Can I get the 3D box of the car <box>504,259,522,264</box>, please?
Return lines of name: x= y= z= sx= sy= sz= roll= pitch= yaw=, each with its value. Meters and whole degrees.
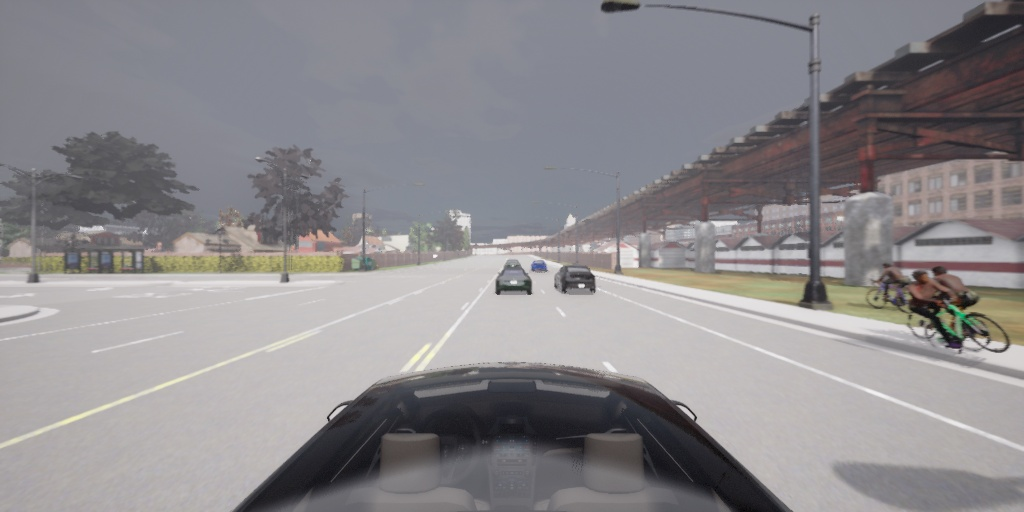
car: x=0.089 y=1.158 z=43.152 sx=2.097 sy=1.767 sz=4.553 roll=0 pitch=0 yaw=0

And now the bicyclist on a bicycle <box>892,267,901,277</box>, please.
bicyclist on a bicycle: x=8.955 y=1.039 z=7.407 sx=0.582 sy=1.620 sz=1.656 roll=1 pitch=1 yaw=10

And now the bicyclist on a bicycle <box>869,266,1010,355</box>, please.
bicyclist on a bicycle: x=8.033 y=1.057 z=6.680 sx=0.582 sy=1.620 sz=1.656 roll=-21 pitch=-26 yaw=11

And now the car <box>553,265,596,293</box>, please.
car: x=3.591 y=1.277 z=20.964 sx=1.837 sy=1.490 sz=4.892 roll=0 pitch=0 yaw=0

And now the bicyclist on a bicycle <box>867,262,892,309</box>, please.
bicyclist on a bicycle: x=12.768 y=1.044 z=12.069 sx=0.582 sy=1.620 sz=1.656 roll=0 pitch=1 yaw=-1

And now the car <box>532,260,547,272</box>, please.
car: x=3.585 y=1.286 z=48.410 sx=1.882 sy=1.535 sz=5.008 roll=0 pitch=0 yaw=0

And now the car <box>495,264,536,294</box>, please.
car: x=0.092 y=1.340 z=20.527 sx=1.994 sy=1.385 sz=4.181 roll=0 pitch=0 yaw=0
